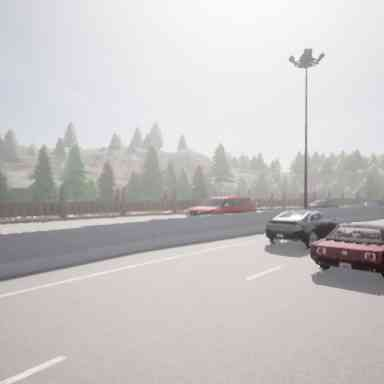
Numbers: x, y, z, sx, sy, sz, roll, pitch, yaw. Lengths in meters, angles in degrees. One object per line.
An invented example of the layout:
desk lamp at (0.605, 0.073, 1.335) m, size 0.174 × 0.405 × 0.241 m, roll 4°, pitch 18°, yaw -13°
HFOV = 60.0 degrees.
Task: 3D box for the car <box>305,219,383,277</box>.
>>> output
car at (5.482, 1.642, 10.332) m, size 1.895 × 1.301 × 4.718 m, roll 0°, pitch 0°, yaw 42°

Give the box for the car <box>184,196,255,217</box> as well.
car at (1.989, 1.309, 22.097) m, size 5.566 × 2.045 × 2.150 m, roll 0°, pitch -1°, yaw -44°

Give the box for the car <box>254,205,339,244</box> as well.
car at (5.200, 1.551, 15.082) m, size 2.128 × 1.511 × 4.902 m, roll 0°, pitch 0°, yaw 43°

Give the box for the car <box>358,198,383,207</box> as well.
car at (22.912, 1.585, 41.597) m, size 4.553 × 1.767 × 2.097 m, roll 0°, pitch 0°, yaw -27°

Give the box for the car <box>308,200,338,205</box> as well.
car at (16.373, 1.734, 41.903) m, size 4.892 × 1.490 × 1.837 m, roll 0°, pitch -1°, yaw -30°
